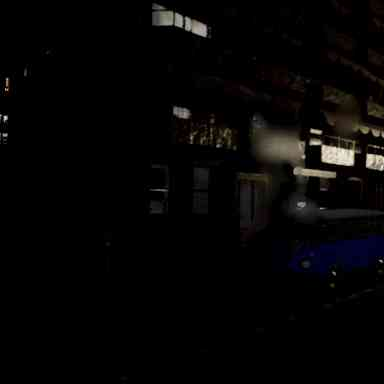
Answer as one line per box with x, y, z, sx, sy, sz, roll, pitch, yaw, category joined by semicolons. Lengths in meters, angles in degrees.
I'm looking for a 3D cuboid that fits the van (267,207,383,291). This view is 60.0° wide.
3.770;1.363;8.871;3.998;1.788;1.690;0;1;-36;van
